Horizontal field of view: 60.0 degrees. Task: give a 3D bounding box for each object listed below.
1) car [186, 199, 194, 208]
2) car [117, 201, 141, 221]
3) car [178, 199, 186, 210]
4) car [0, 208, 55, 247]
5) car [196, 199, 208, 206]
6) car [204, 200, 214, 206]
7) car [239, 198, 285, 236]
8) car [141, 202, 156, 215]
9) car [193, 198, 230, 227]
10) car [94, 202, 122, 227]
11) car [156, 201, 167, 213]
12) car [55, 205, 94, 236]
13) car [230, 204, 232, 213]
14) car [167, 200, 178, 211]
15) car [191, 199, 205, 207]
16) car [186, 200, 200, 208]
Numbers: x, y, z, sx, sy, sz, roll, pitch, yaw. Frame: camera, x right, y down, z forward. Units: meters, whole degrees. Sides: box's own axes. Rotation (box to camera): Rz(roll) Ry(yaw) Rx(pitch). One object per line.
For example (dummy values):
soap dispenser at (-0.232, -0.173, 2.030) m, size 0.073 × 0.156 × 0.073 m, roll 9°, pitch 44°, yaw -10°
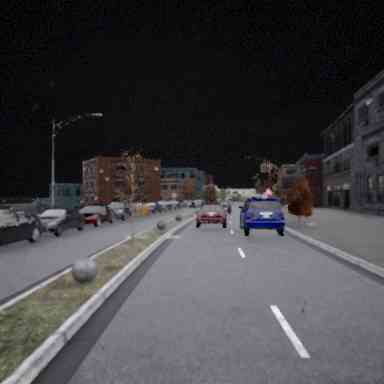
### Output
car at (-0.799, 2.179, 63.173) m, size 2.185 × 1.767 × 4.553 m, roll 0°, pitch -1°, yaw 11°
car at (-6.639, 1.646, 30.623) m, size 2.185 × 1.767 × 4.553 m, roll 0°, pitch -1°, yaw 8°
car at (-2.959, 2.091, 52.446) m, size 2.231 × 1.521 × 4.892 m, roll 0°, pitch -1°, yaw 11°
car at (-8.178, 1.556, 14.027) m, size 2.231 × 1.521 × 4.892 m, roll 0°, pitch -1°, yaw 4°
car at (2.495, 2.514, 79.531) m, size 2.185 × 1.767 × 4.553 m, roll 0°, pitch -1°, yaw 11°
car at (4.668, 2.879, 90.326) m, size 2.231 × 1.521 × 4.892 m, roll 0°, pitch -1°, yaw 11°
car at (4.049, 1.388, 19.794) m, size 2.150 × 2.045 × 5.566 m, roll 0°, pitch -1°, yaw 5°
car at (-5.892, 1.844, 36.095) m, size 2.097 × 1.535 × 5.008 m, roll 0°, pitch -1°, yaw 9°
car at (1.535, 1.579, 24.643) m, size 2.097 × 1.767 × 4.553 m, roll 0°, pitch -1°, yaw 6°
car at (-7.279, 1.726, 24.930) m, size 2.163 × 1.488 × 4.792 m, roll 0°, pitch -1°, yaw 6°
car at (-5.025, 1.957, 41.574) m, size 2.002 × 1.452 × 4.674 m, roll 0°, pitch -1°, yaw 10°
car at (-7.791, 1.664, 19.434) m, size 2.002 × 1.452 × 4.674 m, roll 0°, pitch -1°, yaw 5°
car at (4.059, 1.965, 42.326) m, size 1.837 × 1.490 × 4.892 m, roll 0°, pitch -1°, yaw 10°
car at (-4.040, 1.996, 47.034) m, size 2.231 × 1.521 × 4.892 m, roll 0°, pitch -1°, yaw 11°
car at (1.405, 2.401, 74.121) m, size 2.185 × 1.767 × 4.553 m, roll 0°, pitch -1°, yaw 11°
car at (0.285, 2.454, 68.554) m, size 2.002 × 1.452 × 4.674 m, roll 0°, pitch -1°, yaw 11°
